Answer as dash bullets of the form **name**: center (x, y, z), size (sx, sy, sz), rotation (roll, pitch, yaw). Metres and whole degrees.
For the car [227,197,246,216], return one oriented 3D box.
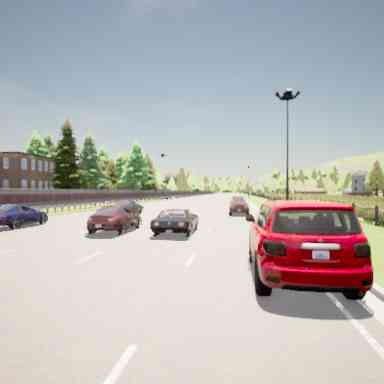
- **car**: center (4.545, 1.479, 32.130), size (1.812, 1.442, 4.674), rotation (0, 0, 8)

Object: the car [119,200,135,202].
- **car**: center (-6.102, 1.500, 31.364), size (2.033, 1.411, 5.357), rotation (0, 0, 7)

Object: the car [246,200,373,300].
- **car**: center (2.640, 1.211, 8.582), size (2.150, 2.045, 5.566), rotation (0, 0, 7)

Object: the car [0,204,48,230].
- **car**: center (-11.005, 1.494, 20.863), size (1.812, 1.442, 4.674), rotation (0, 0, 7)

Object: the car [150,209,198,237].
- **car**: center (-0.791, 1.574, 18.002), size (1.895, 1.301, 4.718), rotation (0, 0, 7)

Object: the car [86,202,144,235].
- **car**: center (-4.253, 1.498, 18.525), size (1.812, 1.442, 4.674), rotation (0, 0, 7)
